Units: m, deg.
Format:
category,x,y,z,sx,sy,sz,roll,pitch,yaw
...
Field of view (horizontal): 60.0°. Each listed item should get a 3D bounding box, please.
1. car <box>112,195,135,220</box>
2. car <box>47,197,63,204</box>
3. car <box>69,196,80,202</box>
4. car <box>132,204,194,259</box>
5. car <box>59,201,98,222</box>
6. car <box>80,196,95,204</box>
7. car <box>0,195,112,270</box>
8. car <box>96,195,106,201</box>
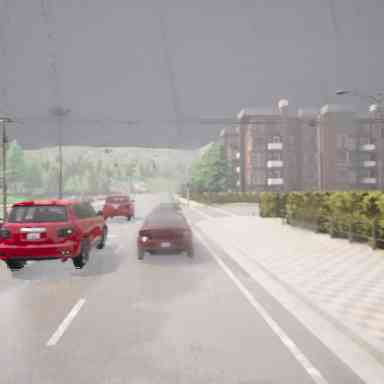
category,x,y,z,sx,sy,sz,roll,pitch,yaw
car,-6.061,1.258,27.918,2.150,2.045,5.566,-1,0,-6
car,-29.996,1.842,72.859,1.812,1.442,4.674,-1,0,-5
car,-31.503,1.767,89.307,1.812,1.442,4.674,-1,0,-5
car,-1.015,1.465,12.725,1.882,1.535,5.008,-1,0,-5
car,-9.672,1.583,28.737,2.128,1.511,4.902,-1,0,-6
car,-23.032,1.730,73.567,2.128,1.511,4.902,-1,0,-5
car,-4.430,1.266,11.517,2.150,2.045,5.566,-1,0,-5
car,-24.536,1.606,89.977,1.882,1.535,5.008,-1,0,-5
